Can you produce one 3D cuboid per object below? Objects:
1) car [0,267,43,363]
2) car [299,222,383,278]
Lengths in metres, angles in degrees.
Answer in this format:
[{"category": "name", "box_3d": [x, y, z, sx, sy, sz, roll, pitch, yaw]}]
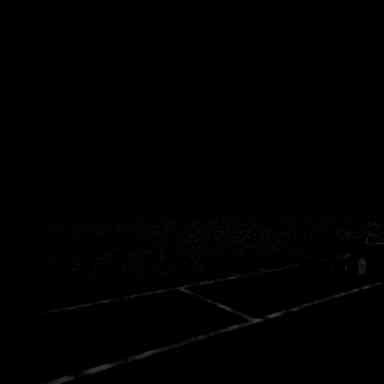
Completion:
[{"category": "car", "box_3d": [-4.031, 1.554, 3.777, 4.313, 1.339, 1.947, 1, -1, -35]}, {"category": "car", "box_3d": [5.154, 1.650, 10.326, 4.403, 1.369, 2.008, 1, -1, -35]}]
